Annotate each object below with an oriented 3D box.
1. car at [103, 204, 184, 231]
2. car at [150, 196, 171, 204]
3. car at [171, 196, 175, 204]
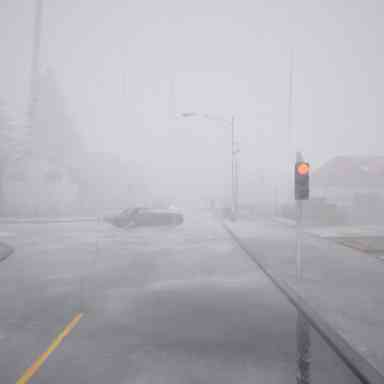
[{"bbox_3d":[-2.851,1.599,20.346,4.718,1.301,1.895,0,0,-34],"label":"car"},{"bbox_3d":[-4.062,1.500,41.573,1.837,1.490,4.892,0,0,0],"label":"car"},{"bbox_3d":[-4.049,1.520,50.785,1.812,1.442,4.674,0,0,0],"label":"car"}]
